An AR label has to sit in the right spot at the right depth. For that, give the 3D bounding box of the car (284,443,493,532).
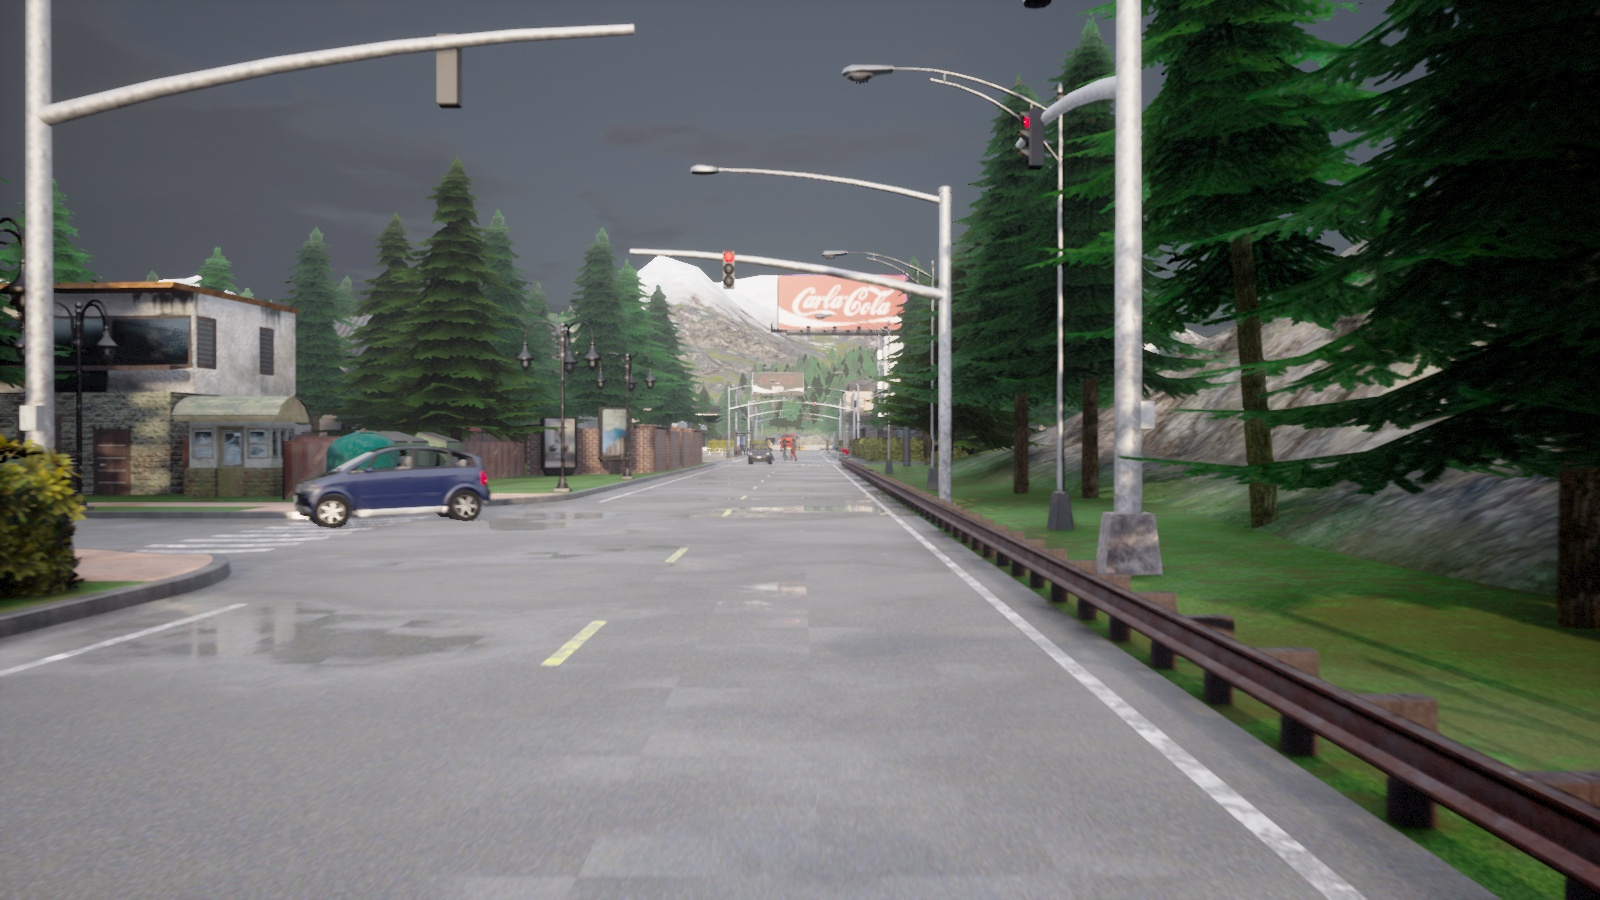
[{"bbox_3d":[-8.249,0.695,25.171,3.705,1.549,1.789,-2,1,-27],"label":"car"}]

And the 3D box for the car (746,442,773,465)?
[{"bbox_3d":[-2.954,0.250,93.056,1.851,1.617,3.988,0,0,0],"label":"car"}]
